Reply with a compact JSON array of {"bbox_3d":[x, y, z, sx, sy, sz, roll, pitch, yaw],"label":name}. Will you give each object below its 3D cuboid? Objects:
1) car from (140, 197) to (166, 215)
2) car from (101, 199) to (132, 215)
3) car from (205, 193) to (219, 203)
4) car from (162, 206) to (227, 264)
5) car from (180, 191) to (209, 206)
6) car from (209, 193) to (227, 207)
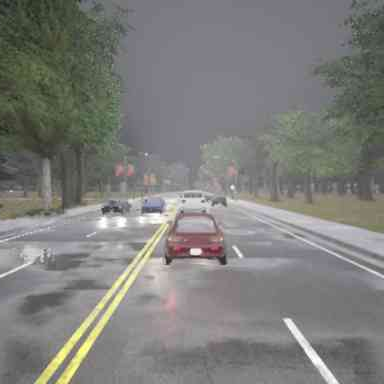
[{"bbox_3d":[-3.350,1.160,29.443,1.882,1.535,5.008,0,1,0],"label":"car"},{"bbox_3d":[-6.602,1.283,29.476,1.895,1.301,4.718,0,1,0],"label":"car"},{"bbox_3d":[3.252,0.910,54.767,2.128,1.511,4.902,0,1,0],"label":"car"},{"bbox_3d":[0.100,1.403,11.204,1.812,1.442,4.674,0,1,0],"label":"car"},{"bbox_3d":[0.100,0.898,30.010,2.150,2.045,5.566,0,1,0],"label":"car"},{"bbox_3d":[3.350,1.054,42.085,1.837,1.490,4.892,0,0,0],"label":"car"}]
